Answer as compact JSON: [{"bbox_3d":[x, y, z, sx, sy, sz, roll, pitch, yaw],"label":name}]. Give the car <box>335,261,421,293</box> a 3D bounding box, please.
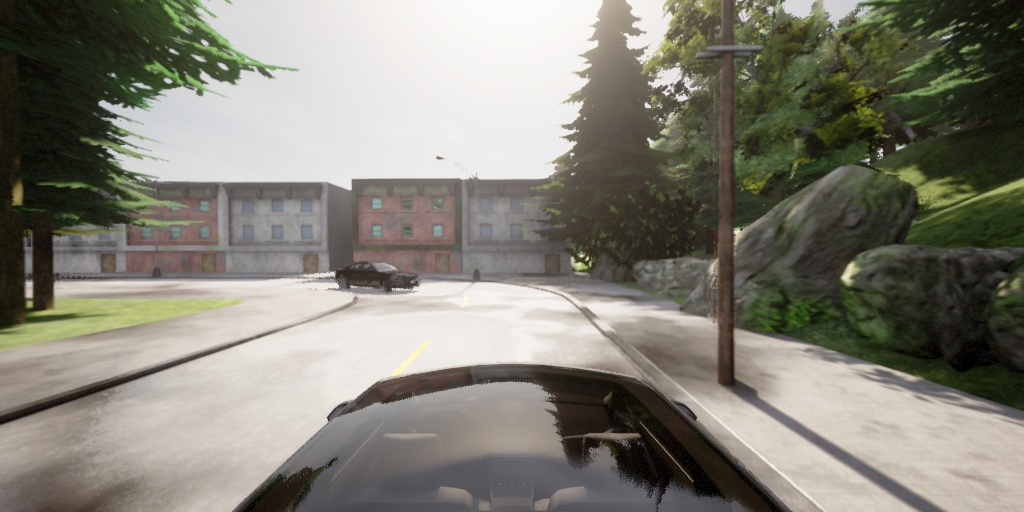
[{"bbox_3d":[-7.065,1.015,18.836,5.008,1.535,1.882,0,-1,28],"label":"car"}]
